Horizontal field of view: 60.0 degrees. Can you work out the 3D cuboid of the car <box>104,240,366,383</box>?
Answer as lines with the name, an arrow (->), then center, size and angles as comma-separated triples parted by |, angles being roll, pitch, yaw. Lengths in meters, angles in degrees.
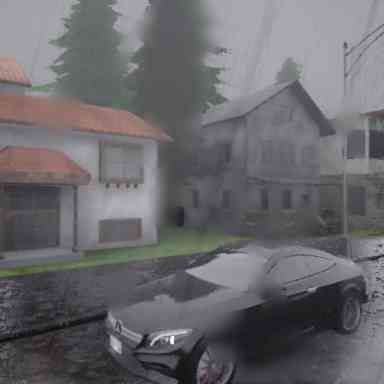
car -> 0.987, 1.554, 5.292 | 4.674, 1.442, 1.812 | 1, 0, -36
